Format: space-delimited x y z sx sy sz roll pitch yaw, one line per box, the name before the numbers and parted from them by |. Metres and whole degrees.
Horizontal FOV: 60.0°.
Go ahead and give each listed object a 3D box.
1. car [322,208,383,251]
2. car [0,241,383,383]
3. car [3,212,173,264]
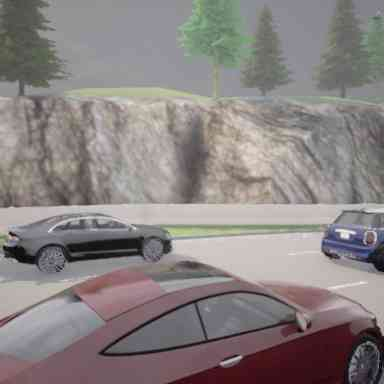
car | 6.386 1.286 10.413 4.553 1.767 2.097 0 1 -22
car | 0.072 1.491 3.486 4.674 1.442 1.812 0 0 -33
car | -2.900 1.381 10.078 4.902 1.511 2.128 0 1 -32
